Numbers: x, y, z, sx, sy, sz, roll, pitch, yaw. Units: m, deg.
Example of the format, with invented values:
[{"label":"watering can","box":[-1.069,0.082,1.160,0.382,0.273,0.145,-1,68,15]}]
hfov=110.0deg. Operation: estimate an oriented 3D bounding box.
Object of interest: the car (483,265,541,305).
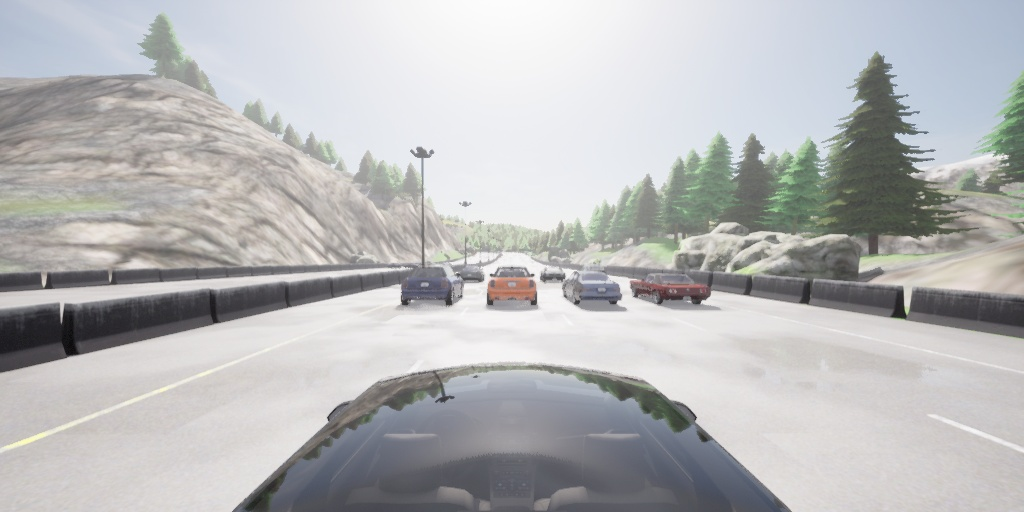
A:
[{"label":"car","box":[0.003,1.191,16.495,2.097,1.767,4.553,0,-1,0]}]

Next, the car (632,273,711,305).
[{"label":"car","box":[7.003,1.447,16.552,1.895,1.301,4.718,0,-1,0]}]

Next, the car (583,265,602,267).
[{"label":"car","box":[7.006,1.512,31.542,1.837,1.490,4.892,0,-1,0]}]

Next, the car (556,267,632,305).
[{"label":"car","box":[3.503,1.391,16.524,2.033,1.411,5.357,0,-1,0]}]

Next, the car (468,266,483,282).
[{"label":"car","box":[-3.494,1.561,31.545,1.994,1.385,4.181,0,-1,0]}]

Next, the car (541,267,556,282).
[{"label":"car","box":[3.506,1.610,31.572,1.895,1.301,4.718,0,-1,0]}]

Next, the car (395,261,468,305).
[{"label":"car","box":[-3.497,1.189,16.496,2.097,1.767,4.553,0,-1,0]}]
